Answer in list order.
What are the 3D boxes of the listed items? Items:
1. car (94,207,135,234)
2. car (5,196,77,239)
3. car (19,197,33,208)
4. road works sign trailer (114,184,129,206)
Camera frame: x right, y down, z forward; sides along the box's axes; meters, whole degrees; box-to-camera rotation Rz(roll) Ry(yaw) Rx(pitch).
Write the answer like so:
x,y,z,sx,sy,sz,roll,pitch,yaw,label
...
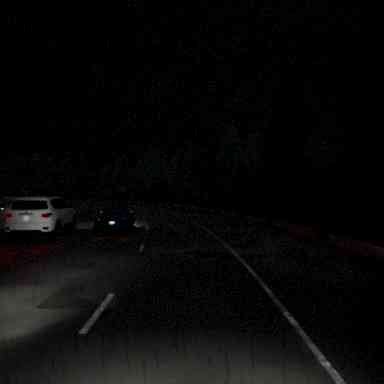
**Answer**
x,y,z,sx,sy,sz,roll,pitch,yaw,label
-4.425,1.571,19.351,1.994,1.385,4.181,0,0,-7,car
-7.697,1.229,17.517,2.150,2.045,5.566,0,0,-6,car
-25.249,1.496,50.534,1.882,1.535,5.008,0,0,-27,car
-12.091,0.484,56.184,2.380,3.560,2.880,0,0,-30,road works sign trailer
